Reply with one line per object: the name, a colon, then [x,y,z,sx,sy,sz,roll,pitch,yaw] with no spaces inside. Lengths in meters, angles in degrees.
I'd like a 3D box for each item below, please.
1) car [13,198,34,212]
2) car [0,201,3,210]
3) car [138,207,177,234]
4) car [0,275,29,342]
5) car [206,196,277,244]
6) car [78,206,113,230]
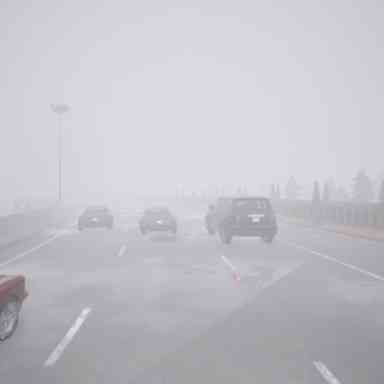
car: [-19.664,1.496,38.887,2.128,1.511,4.902,0,0,-26]
car: [-25.407,1.545,42.520,1.812,1.442,4.674,0,0,-29]
car: [-2.068,1.537,19.325,1.994,1.385,4.181,0,0,-11]
car: [-3.605,1.608,3.481,1.895,1.301,4.718,0,0,-2]
car: [2.146,1.185,15.835,2.150,2.045,5.566,0,0,-8]
car: [-6.031,1.549,21.113,1.994,1.385,4.181,0,0,-13]
